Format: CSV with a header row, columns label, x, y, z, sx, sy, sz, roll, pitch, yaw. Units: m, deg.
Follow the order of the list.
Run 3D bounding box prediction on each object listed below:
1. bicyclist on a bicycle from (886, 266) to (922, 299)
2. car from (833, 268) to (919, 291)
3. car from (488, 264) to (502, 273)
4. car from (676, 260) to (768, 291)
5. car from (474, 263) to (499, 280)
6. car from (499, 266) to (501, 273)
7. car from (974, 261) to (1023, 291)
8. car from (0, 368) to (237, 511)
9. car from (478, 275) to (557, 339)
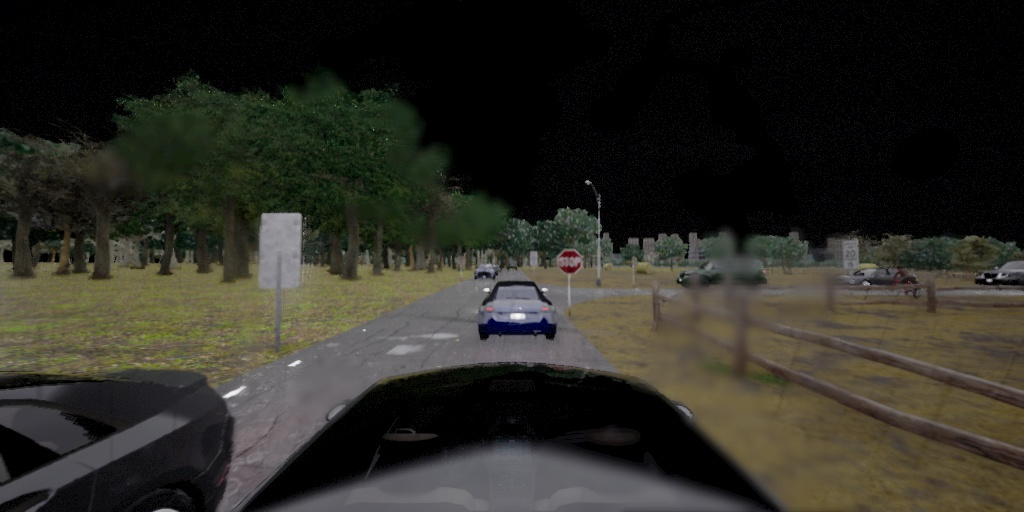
label,x,y,z,sx,sy,sz,roll,pitch,yaw
bicyclist on a bicycle,19.925,1.325,18.271,0.582,1.620,1.656,0,-1,0
car,24.458,1.579,24.259,4.892,1.490,1.837,0,-2,-1
car,-2.791,2.111,59.605,1.994,1.385,4.181,0,-1,0
car,14.119,1.280,24.225,5.566,2.045,2.150,0,-2,-1
car,-2.785,1.536,37.755,2.097,1.767,4.553,0,-1,-1
car,-2.803,1.821,47.763,1.882,1.535,5.008,0,-1,0
car,35.129,1.311,24.296,5.566,2.045,2.150,0,-2,1
car,-2.853,1.242,0.500,1.837,1.490,4.892,0,-1,0
car,0.114,1.406,10.395,1.994,1.385,4.181,0,-1,-1
